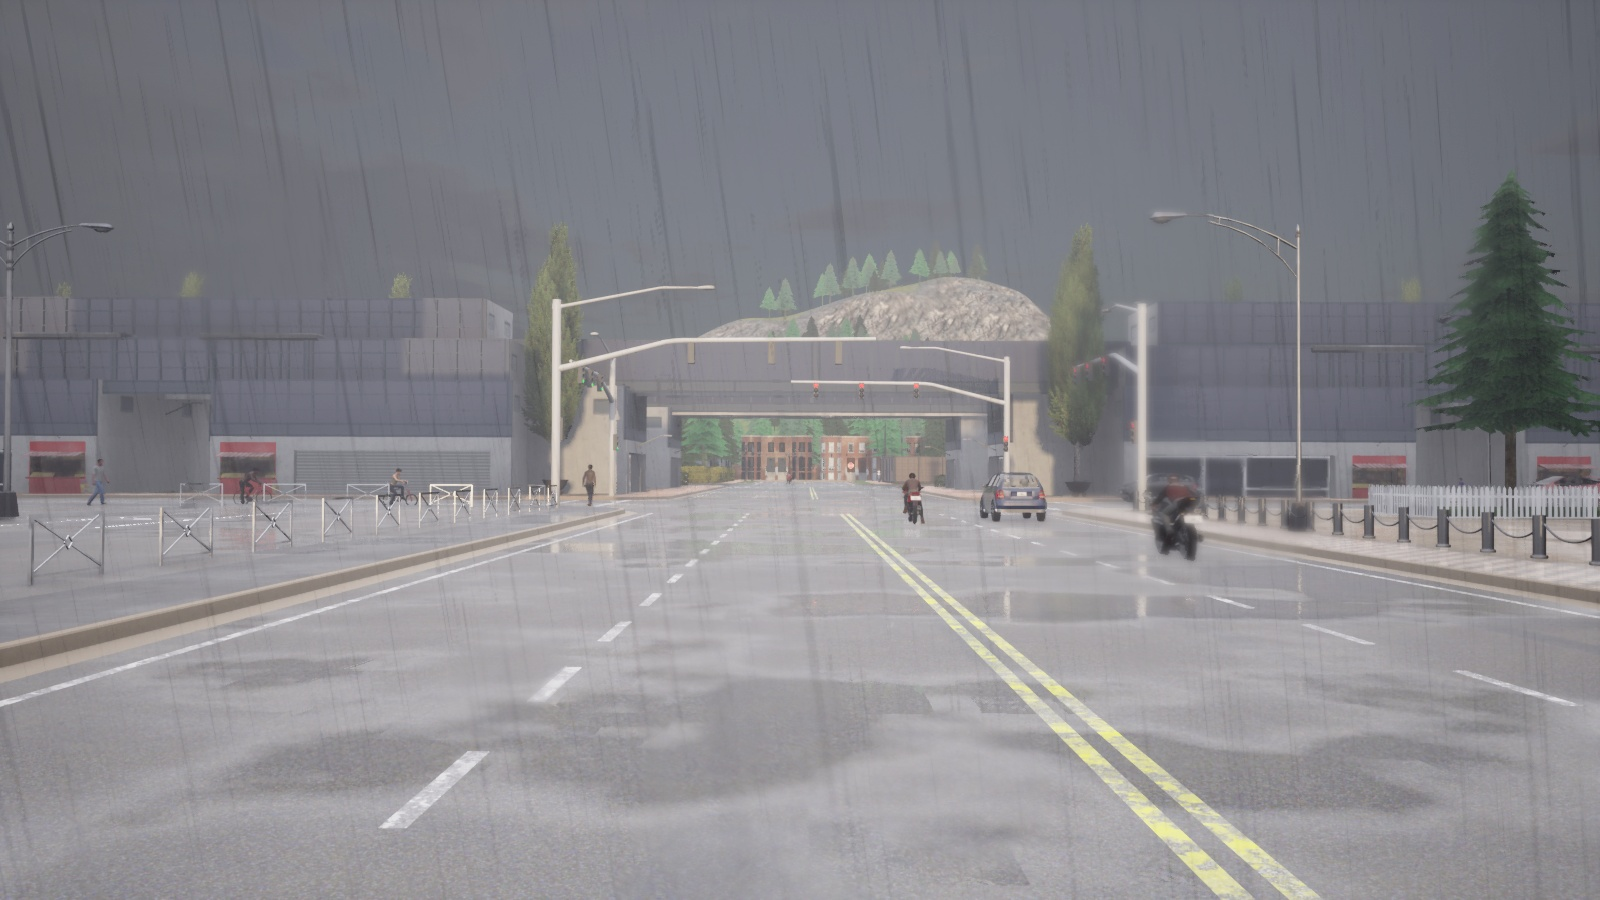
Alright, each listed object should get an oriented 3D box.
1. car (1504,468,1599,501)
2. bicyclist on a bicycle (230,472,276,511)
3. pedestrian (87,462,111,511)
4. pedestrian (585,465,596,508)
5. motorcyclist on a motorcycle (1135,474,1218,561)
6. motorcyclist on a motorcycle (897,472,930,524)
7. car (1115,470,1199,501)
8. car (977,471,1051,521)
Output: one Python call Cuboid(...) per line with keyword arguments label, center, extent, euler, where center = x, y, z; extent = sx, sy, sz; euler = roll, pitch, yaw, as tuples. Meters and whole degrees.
Cuboid(label="car", center=(36.309, 1.616, 59.682), extent=(4.514, 1.525, 2.007), euler=(0, -1, 0))
Cuboid(label="bicyclist on a bicycle", center=(-22.931, 1.741, 52.651), extent=(1.656, 1.620, 0.582), euler=(0, -1, 1))
Cuboid(label="pedestrian", center=(-26.455, 1.373, 47.382), extent=(0.706, 1.836, 0.354), euler=(0, -1, 11))
Cuboid(label="pedestrian", center=(-8.795, 1.533, 52.724), extent=(0.328, 1.805, 0.869), euler=(0, -1, 2))
Cuboid(label="motorcyclist on a motorcycle", center=(6.957, 1.213, 23.332), extent=(0.866, 1.530, 2.191), euler=(0, -1, 0))
Cuboid(label="motorcyclist on a motorcycle", center=(3.393, 1.415, 37.733), extent=(0.797, 1.523, 2.044), euler=(0, -1, 0))
Cuboid(label="car", center=(17.932, 1.780, 63.179), extent=(3.705, 1.549, 1.789), euler=(0, -1, 0))
Cuboid(label="car", center=(6.895, 1.449, 40.792), extent=(1.789, 1.549, 3.705), euler=(0, -1, 0))
